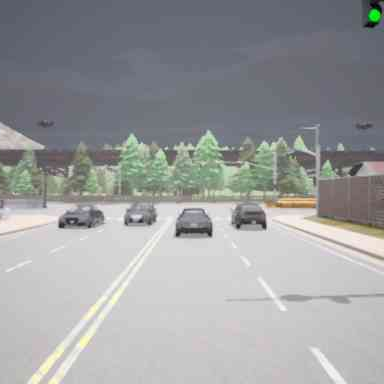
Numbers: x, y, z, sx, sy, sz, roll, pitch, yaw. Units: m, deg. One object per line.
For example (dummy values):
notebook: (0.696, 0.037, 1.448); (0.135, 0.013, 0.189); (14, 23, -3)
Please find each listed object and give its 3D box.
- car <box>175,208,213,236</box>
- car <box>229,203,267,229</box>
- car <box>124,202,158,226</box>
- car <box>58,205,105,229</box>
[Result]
car: (0.100, 1.560, 18.226); (1.994, 1.385, 4.181); (0, 0, 0)
car: (3.614, 1.500, 21.682); (1.837, 1.490, 4.892); (0, 0, 1)
car: (-3.512, 1.488, 23.442); (2.128, 1.511, 4.902); (0, 0, 0)
car: (-7.030, 1.560, 21.508); (1.994, 1.385, 4.181); (0, 0, 1)
